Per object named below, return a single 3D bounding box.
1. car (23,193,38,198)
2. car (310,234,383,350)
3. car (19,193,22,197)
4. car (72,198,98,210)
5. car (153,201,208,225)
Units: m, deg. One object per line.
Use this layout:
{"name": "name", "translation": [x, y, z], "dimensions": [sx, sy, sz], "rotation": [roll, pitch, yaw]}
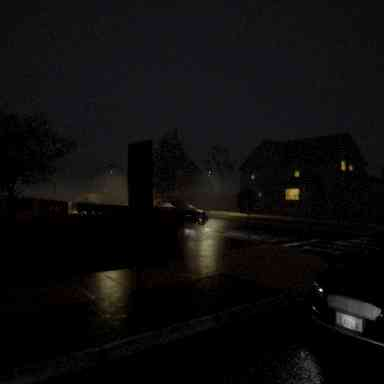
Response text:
{"name": "car", "translation": [-36.795, 1.178, 76.438], "dimensions": [2.033, 1.411, 5.357], "rotation": [-1, 0, -36]}
{"name": "car", "translation": [4.088, 1.461, 5.869], "dimensions": [4.902, 1.511, 2.128], "rotation": [0, 0, -36]}
{"name": "car", "translation": [-42.880, 1.022, 84.898], "dimensions": [1.812, 1.442, 4.674], "rotation": [-1, 0, -36]}
{"name": "car", "translation": [-11.883, 1.350, 36.922], "dimensions": [1.994, 1.385, 4.181], "rotation": [-1, 1, -36]}
{"name": "car", "translation": [-0.936, 1.359, 21.664], "dimensions": [2.128, 1.511, 4.902], "rotation": [-1, 1, -36]}
